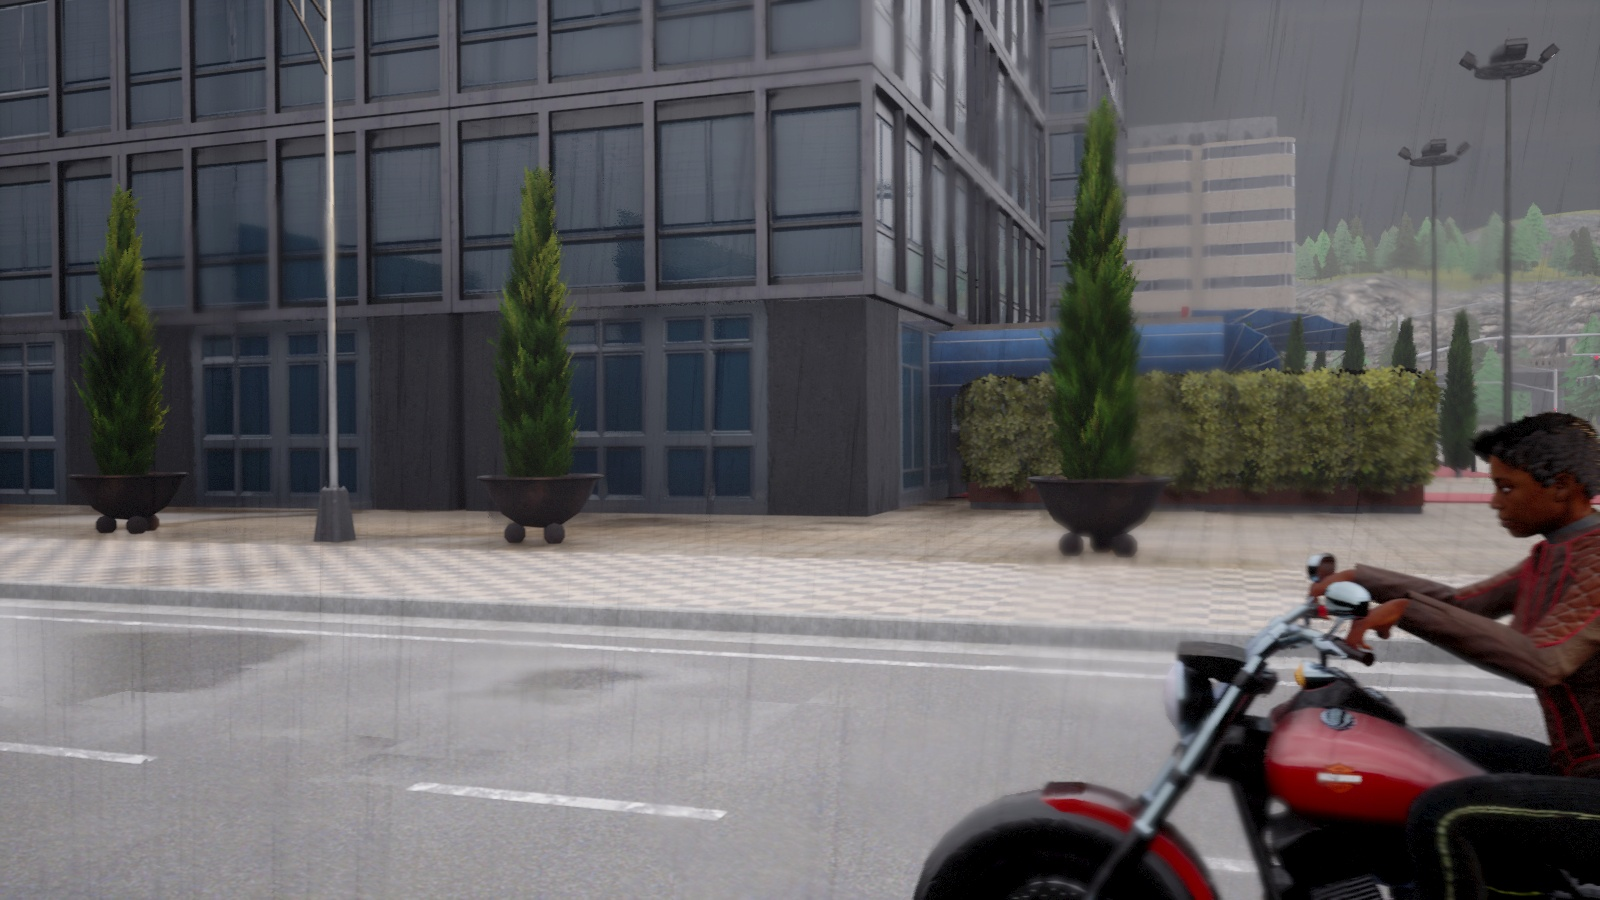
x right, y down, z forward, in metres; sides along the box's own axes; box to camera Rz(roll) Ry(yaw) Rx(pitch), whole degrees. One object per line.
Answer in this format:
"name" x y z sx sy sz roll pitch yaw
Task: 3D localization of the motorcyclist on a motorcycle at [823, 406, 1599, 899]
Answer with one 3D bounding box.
"motorcyclist on a motorcycle" 1.290 0.739 2.758 2.350 1.649 0.766 0 1 19
